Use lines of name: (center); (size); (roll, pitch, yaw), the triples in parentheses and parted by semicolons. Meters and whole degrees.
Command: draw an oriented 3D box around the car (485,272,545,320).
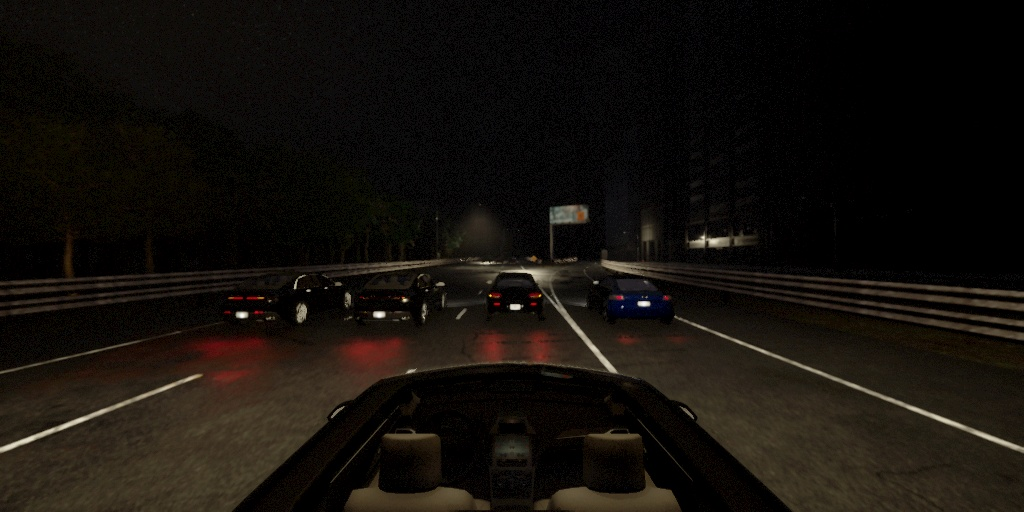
car: (0.090, 1.278, 12.475); (1.812, 1.442, 4.674); (0, 0, 0)

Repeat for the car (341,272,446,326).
car: (-3.402, 1.257, 11.620); (1.837, 1.490, 4.892); (0, 0, 0)

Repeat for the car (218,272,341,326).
car: (-6.905, 1.258, 11.591); (1.837, 1.490, 4.892); (0, 0, 0)

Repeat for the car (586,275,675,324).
car: (3.774, 1.316, 12.082); (1.994, 1.385, 4.181); (0, 0, 2)
